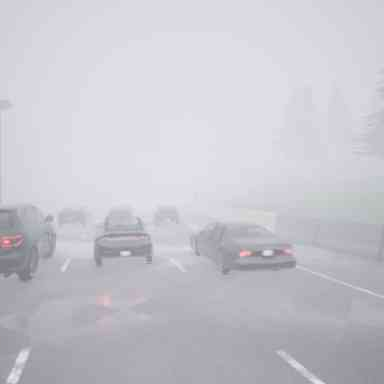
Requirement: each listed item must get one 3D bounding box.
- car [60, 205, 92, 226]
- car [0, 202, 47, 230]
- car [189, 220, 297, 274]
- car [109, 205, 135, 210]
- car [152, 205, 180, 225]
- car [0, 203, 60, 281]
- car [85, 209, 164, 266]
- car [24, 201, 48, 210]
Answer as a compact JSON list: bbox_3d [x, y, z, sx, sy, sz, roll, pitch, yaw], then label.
[{"bbox_3d":[-9.144,1.782,26.380,1.882,1.535,5.008,0,0,-9],"label":"car"},{"bbox_3d":[-12.364,1.658,24.418,2.097,1.767,4.553,0,-1,-10],"label":"car"},{"bbox_3d":[1.344,1.643,11.008,2.033,1.411,5.357,0,-1,-14],"label":"car"},{"bbox_3d":[-5.712,1.767,27.077,1.882,1.535,5.008,0,0,-9],"label":"car"},{"bbox_3d":[-2.091,1.768,26.613,1.837,1.490,4.892,0,0,-9],"label":"car"},{"bbox_3d":[-5.642,1.354,10.105,2.150,2.045,5.566,0,0,-14],"label":"car"},{"bbox_3d":[-2.534,1.622,12.149,2.128,1.511,4.902,0,0,-14],"label":"car"},{"bbox_3d":[-25.984,2.284,55.624,1.895,1.301,4.718,0,-1,-1],"label":"car"}]
